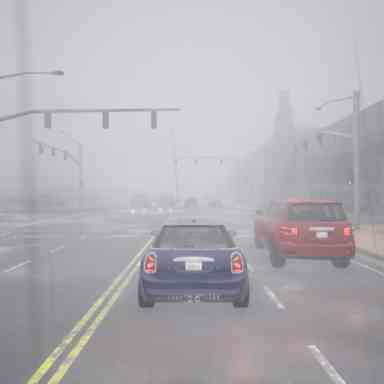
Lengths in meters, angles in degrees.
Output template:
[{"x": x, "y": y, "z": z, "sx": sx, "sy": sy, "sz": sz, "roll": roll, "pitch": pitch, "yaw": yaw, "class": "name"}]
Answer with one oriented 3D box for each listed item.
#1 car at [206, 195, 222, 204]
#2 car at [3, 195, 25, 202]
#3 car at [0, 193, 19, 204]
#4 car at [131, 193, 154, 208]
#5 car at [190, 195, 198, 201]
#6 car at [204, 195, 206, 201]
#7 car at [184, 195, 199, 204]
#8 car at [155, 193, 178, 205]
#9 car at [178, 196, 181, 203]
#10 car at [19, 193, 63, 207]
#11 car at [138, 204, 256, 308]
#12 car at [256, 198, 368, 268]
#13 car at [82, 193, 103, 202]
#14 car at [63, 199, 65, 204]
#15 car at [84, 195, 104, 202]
[{"x": 3.379, "y": 1.522, "z": 49.483, "sx": 1.812, "sy": 1.442, "sz": 4.674, "roll": 0, "pitch": 0, "yaw": 1, "class": "car"}, {"x": -39.050, "y": 1.359, "z": 73.030, "sx": 3.905, "sy": 1.438, "sz": 1.784, "roll": 0, "pitch": 0, "yaw": 0, "class": "car"}, {"x": -39.110, "y": 1.149, "z": 70.134, "sx": 4.605, "sy": 1.855, "sz": 1.932, "roll": 0, "pitch": 0, "yaw": 0, "class": "car"}, {"x": -7.321, "y": 1.214, "z": 48.177, "sx": 2.150, "sy": 2.045, "sz": 5.566, "roll": 0, "pitch": 1, "yaw": 1, "class": "car"}, {"x": 0.566, "y": 1.472, "z": 83.483, "sx": 1.882, "sy": 1.535, "sz": 5.008, "roll": 0, "pitch": 0, "yaw": 1, "class": "car"}, {"x": 4.094, "y": 1.520, "z": 84.594, "sx": 2.128, "sy": 1.511, "sz": 4.902, "roll": 0, "pitch": 0, "yaw": 1, "class": "car"}, {"x": -0.120, "y": 1.502, "z": 48.446, "sx": 1.837, "sy": 1.490, "sz": 4.892, "roll": 0, "pitch": 0, "yaw": 1, "class": "car"}, {"x": -3.783, "y": 1.219, "z": 50.608, "sx": 2.150, "sy": 2.045, "sz": 5.566, "roll": 0, "pitch": 0, "yaw": 1, "class": "car"}, {"x": -3.347, "y": 1.521, "z": 67.266, "sx": 1.812, "sy": 1.442, "sz": 4.674, "roll": 0, "pitch": 0, "yaw": 2, "class": "car"}, {"x": -21.573, "y": 1.150, "z": 47.663, "sx": 4.605, "sy": 1.855, "sz": 1.932, "roll": 0, "pitch": 0, "yaw": 0, "class": "car"}, {"x": 0.040, "y": 1.351, "z": 8.092, "sx": 2.097, "sy": 1.767, "sz": 4.553, "roll": 0, "pitch": 0, "yaw": 0, "class": "car"}, {"x": 3.535, "y": 1.221, "z": 11.433, "sx": 2.150, "sy": 2.045, "sz": 5.566, "roll": 0, "pitch": 0, "yaw": 2, "class": "car"}, {"x": -21.590, "y": 1.152, "z": 70.181, "sx": 3.866, "sy": 1.878, "sz": 1.905, "roll": 0, "pitch": 0, "yaw": 0, "class": "car"}, {"x": -21.523, "y": 1.153, "z": 50.557, "sx": 3.866, "sy": 1.878, "sz": 1.905, "roll": 0, "pitch": 0, "yaw": 0, "class": "car"}, {"x": -21.583, "y": 1.391, "z": 73.076, "sx": 3.806, "sy": 1.475, "sz": 1.970, "roll": 0, "pitch": 0, "yaw": 0, "class": "car"}]
